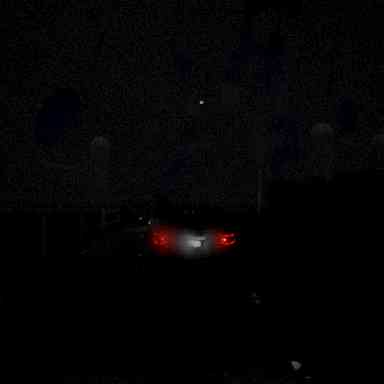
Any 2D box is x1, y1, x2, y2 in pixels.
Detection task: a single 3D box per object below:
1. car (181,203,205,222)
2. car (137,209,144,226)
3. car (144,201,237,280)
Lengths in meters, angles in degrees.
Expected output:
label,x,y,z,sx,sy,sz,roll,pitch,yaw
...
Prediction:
label,x,y,z,sx,sy,sz,roll,pitch,yaw
car,0.100,1.776,30.214,2.033,1.411,5.357,0,-1,0
car,-2.836,1.721,25.072,2.033,1.411,5.357,0,-1,0
car,0.072,1.284,10.314,2.150,2.045,5.566,0,0,0
